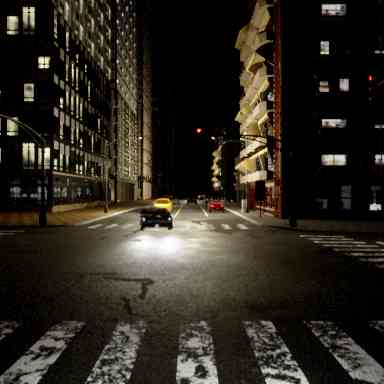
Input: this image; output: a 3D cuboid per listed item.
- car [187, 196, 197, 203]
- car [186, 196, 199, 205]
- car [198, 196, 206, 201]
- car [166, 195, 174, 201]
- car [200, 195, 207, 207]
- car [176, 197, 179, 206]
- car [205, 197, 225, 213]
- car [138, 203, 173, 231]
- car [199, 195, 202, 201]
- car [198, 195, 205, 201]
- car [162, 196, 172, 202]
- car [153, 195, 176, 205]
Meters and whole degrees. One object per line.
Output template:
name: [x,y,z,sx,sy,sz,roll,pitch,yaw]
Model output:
car: [-0.021,1.594,70.278,1.994,1.385,4.181,0,0,0]
car: [0.007,1.528,59.967,1.837,1.490,4.892,0,0,0]
car: [2.563,1.626,84.025,1.802,1.307,4.206,0,0,0]
car: [-5.827,1.595,89.661,1.887,1.381,4.507,0,0,0]
car: [2.615,1.567,50.134,2.008,1.369,4.403,0,0,0]
car: [-3.149,1.546,56.709,1.812,1.442,4.674,0,0,0]
car: [2.685,1.591,37.216,1.802,1.307,4.206,0,0,0]
car: [-2.373,1.598,20.881,1.895,1.301,4.718,1,0,-11]
car: [2.607,1.571,55.782,2.008,1.369,4.403,0,0,0]
car: [2.554,1.491,89.674,1.967,1.590,4.097,0,0,0]
car: [-5.809,1.589,78.363,2.008,1.369,4.403,0,0,0]
car: [-3.152,1.487,36.245,1.882,1.535,5.008,0,1,0]
